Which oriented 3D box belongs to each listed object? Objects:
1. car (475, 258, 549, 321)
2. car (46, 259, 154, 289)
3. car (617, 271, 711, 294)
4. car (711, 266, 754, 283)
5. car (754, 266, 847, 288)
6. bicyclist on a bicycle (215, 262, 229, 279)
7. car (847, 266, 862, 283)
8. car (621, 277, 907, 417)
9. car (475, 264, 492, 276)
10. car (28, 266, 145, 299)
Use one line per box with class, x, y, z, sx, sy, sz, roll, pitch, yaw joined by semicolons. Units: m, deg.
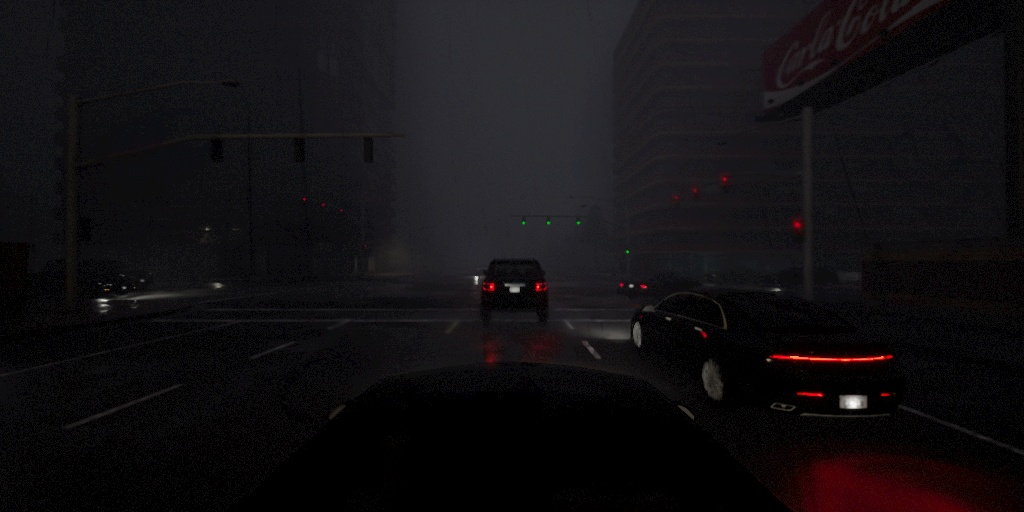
car;0.090;1.103;13.224;2.150;2.045;5.566;0;0;0
car;-26.173;1.206;22.701;5.566;2.045;2.150;0;-1;-1
car;7.725;1.485;18.420;5.357;1.411;2.033;0;-1;-35
car;18.633;1.595;30.143;4.674;1.442;1.812;0;-1;0
car;21.315;1.508;26.659;5.008;1.535;1.882;0;-1;0
bicyclist on a bicycle;-28.007;1.419;34.675;0.582;1.620;1.656;0;0;0
car;27.739;1.596;30.180;4.674;1.442;1.812;0;-1;0
car;3.600;1.306;6.206;1.837;1.490;4.892;0;0;0
car;-3.556;1.771;45.869;1.812;1.442;4.674;0;-1;0
car;-23.213;1.450;19.218;4.892;1.490;1.837;0;-1;0
